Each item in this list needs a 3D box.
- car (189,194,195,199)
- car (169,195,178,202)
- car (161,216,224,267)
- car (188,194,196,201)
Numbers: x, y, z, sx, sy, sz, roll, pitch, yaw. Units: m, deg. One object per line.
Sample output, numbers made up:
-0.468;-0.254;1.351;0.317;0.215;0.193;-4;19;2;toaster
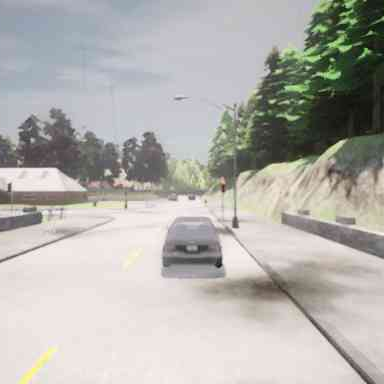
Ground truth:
0.000;1.259;92.678;1.812;1.442;4.674;0;0;0;car
-4.000;1.385;71.868;1.837;1.490;4.892;0;0;0;car
0.020;1.529;11.319;2.033;1.411;5.357;0;0;0;car
0.000;1.384;82.318;2.128;1.511;4.902;0;0;0;car
